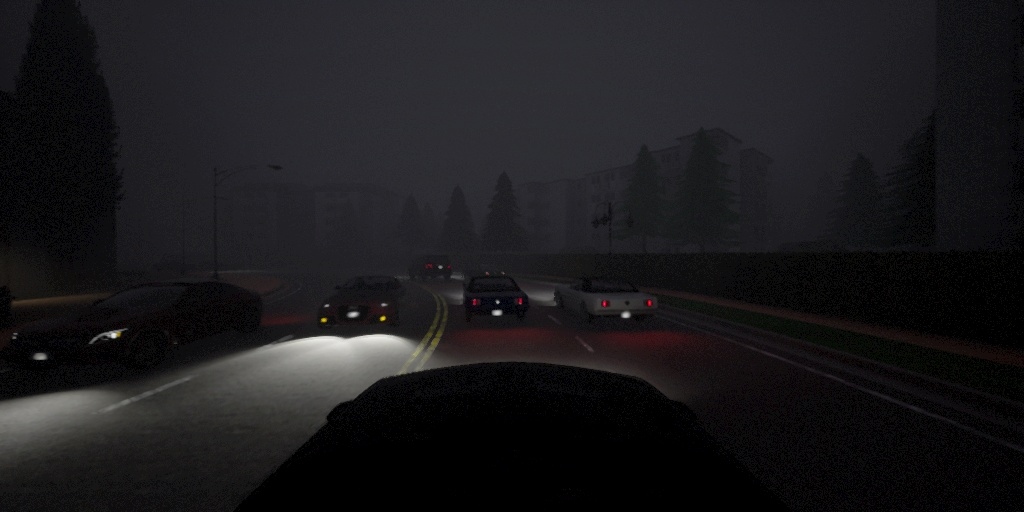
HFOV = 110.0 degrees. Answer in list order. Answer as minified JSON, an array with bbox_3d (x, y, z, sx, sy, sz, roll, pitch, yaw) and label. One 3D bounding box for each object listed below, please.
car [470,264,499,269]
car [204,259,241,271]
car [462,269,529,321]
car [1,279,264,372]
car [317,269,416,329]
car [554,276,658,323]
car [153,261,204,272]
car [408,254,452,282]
[{"bbox_3d":[-2.278,1.278,27.766,1.895,1.301,4.718,0,0,-27],"label":"car"},{"bbox_3d":[-37.744,1.100,46.445,5.008,1.535,1.882,0,0,12],"label":"car"},{"bbox_3d":[-0.759,1.321,12.400,1.895,1.301,4.718,0,0,-9],"label":"car"},{"bbox_3d":[-7.418,1.258,7.808,1.812,1.442,4.674,0,0,-5],"label":"car"},{"bbox_3d":[-4.324,1.288,11.056,1.994,1.385,4.181,0,0,-9],"label":"car"},{"bbox_3d":[2.828,1.322,12.029,1.895,1.301,4.718,0,0,-8],"label":"car"},{"bbox_3d":[-40.608,1.232,43.470,4.718,1.301,1.895,0,0,9],"label":"car"},{"bbox_3d":[-6.531,0.897,28.307,2.150,2.045,5.566,0,0,-30],"label":"car"}]
